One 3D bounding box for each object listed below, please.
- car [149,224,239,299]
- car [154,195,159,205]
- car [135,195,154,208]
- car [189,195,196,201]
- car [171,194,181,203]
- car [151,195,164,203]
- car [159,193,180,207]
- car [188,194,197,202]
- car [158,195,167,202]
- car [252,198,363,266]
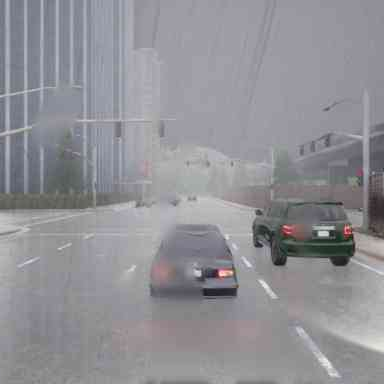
[{"bbox_3d":[0.059,1.547,8.642,2.033,1.411,5.357,0,0,1],"label":"car"},{"bbox_3d":[-7.050,1.351,58.042,2.097,1.767,4.553,0,0,0],"label":"car"},{"bbox_3d":[-7.068,1.506,48.627,1.837,1.490,4.892,0,0,0],"label":"car"},{"bbox_3d":[0.045,1.500,88.905,1.837,1.490,4.892,0,0,0],"label":"car"},{"bbox_3d":[-3.464,1.355,72.558,2.097,1.767,4.553,0,0,0],"label":"car"},{"bbox_3d":[-6.979,1.491,68.031,2.128,1.511,4.902,0,0,0],"label":"car"},{"bbox_3d":[-3.561,1.221,52.823,2.150,2.045,5.566,0,0,0],"label":"car"},{"bbox_3d":[0.039,1.355,78.660,2.097,1.767,4.553,0,0,0],"label":"car"},{"bbox_3d":[-6.961,1.516,78.269,1.812,1.442,4.674,0,0,0],"label":"car"},{"bbox_3d":[3.577,1.221,11.674,2.150,2.045,5.566,0,0,1],"label":"car"}]
